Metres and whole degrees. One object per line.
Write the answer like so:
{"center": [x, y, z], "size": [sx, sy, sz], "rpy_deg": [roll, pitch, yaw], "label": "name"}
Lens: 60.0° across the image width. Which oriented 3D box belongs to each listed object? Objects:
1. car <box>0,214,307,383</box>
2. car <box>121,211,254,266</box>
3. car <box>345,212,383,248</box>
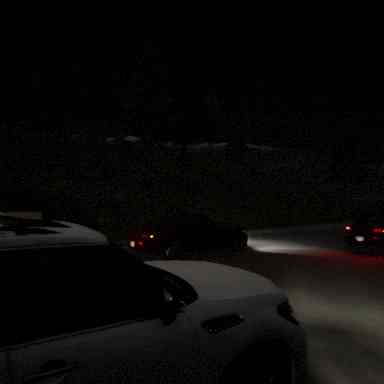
{"center": [-1.482, 1.220, 2.659], "size": [5.566, 2.045, 2.150], "rpy_deg": [0, 0, -35], "label": "car"}
{"center": [-0.054, 1.522, 12.183], "size": [4.674, 1.442, 1.812], "rpy_deg": [0, 0, -35], "label": "car"}
{"center": [8.063, 1.533, 13.482], "size": [4.674, 1.442, 1.812], "rpy_deg": [0, 0, -34], "label": "car"}
